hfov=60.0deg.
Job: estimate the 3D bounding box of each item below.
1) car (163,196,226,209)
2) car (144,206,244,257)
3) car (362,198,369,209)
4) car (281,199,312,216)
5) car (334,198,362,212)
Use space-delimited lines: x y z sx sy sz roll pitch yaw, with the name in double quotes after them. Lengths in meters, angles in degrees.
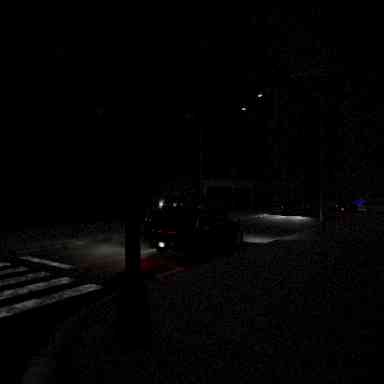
-0.071 1.215 17.535 2.150 2.045 5.566 0 0 35 "car"
0.361 1.510 13.147 1.837 1.490 4.892 0 0 35 "car"
23.589 1.536 46.749 1.812 1.442 4.674 0 0 35 "car"
10.266 1.498 32.468 1.837 1.490 4.892 0 0 35 "car"
17.840 1.605 38.352 1.895 1.301 4.718 0 0 35 "car"
